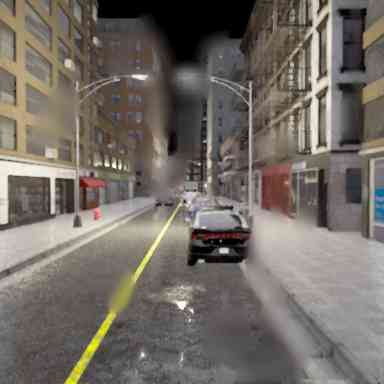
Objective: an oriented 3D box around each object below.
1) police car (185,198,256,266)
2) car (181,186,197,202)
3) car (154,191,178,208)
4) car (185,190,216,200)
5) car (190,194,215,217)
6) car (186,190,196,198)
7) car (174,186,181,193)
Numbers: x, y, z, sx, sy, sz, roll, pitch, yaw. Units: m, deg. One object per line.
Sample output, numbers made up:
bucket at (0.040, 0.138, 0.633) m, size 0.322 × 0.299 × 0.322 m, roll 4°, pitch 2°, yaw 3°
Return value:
police car at (0.801, 1.229, 10.954) m, size 1.930 × 1.638 × 5.238 m, roll 0°, pitch 1°, yaw 0°
car at (-0.096, 0.385, 47.059) m, size 2.150 × 2.045 × 5.566 m, roll 0°, pitch 1°, yaw 0°
car at (-2.934, 0.899, 36.263) m, size 2.033 × 1.411 × 5.357 m, roll 0°, pitch 1°, yaw 0°
car at (0.776, 0.979, 20.812) m, size 2.097 × 1.767 × 4.553 m, roll 0°, pitch 1°, yaw 0°
car at (0.762, 0.998, 26.843) m, size 1.882 × 1.535 × 5.008 m, roll 0°, pitch 1°, yaw 0°
car at (-0.153, 0.400, 63.434) m, size 1.812 × 1.442 × 4.674 m, roll 0°, pitch 1°, yaw 0°
car at (-2.936, -0.412, 76.625) m, size 2.150 × 2.045 × 5.566 m, roll 0°, pitch 1°, yaw 0°
